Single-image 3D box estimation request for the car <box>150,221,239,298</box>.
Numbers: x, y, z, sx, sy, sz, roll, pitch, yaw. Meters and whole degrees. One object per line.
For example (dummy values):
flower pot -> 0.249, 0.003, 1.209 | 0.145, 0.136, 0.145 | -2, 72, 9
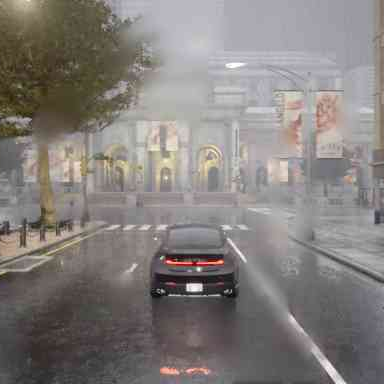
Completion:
car -> 0.061, 1.505, 8.519 | 1.837, 1.490, 4.892 | 0, 0, 0
